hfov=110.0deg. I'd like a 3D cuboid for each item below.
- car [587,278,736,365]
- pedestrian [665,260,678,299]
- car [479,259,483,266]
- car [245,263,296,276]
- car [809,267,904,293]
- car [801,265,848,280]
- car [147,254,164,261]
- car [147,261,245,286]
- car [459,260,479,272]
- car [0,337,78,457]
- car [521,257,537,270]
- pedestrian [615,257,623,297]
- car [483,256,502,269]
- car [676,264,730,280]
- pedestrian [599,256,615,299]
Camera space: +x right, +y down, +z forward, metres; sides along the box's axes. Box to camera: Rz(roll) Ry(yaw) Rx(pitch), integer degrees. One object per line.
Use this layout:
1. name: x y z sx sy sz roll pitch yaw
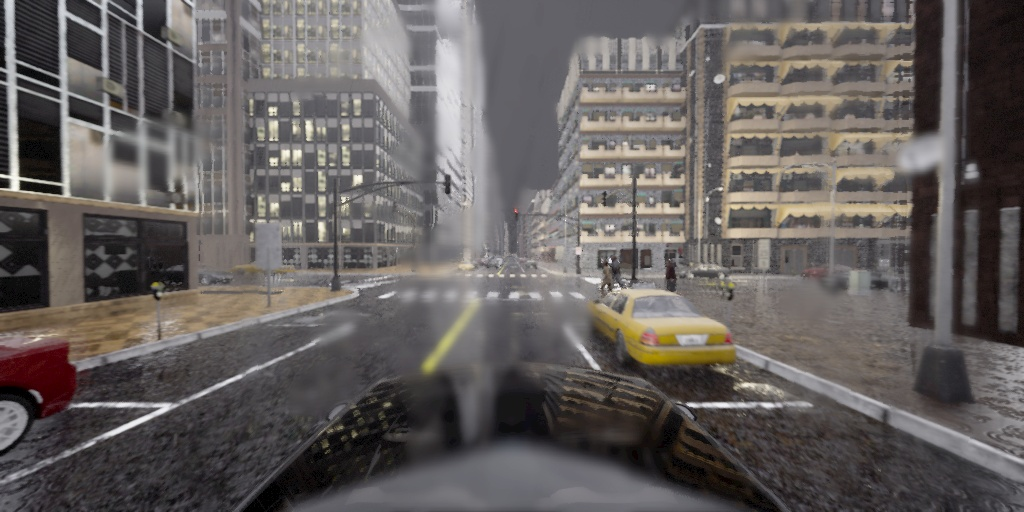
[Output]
1. car: 2.821 1.269 7.908 1.751 1.417 4.829 0 0 0
2. pedestrian: 7.392 1.050 16.660 0.375 1.860 0.375 -1 1 0
3. car: -5.676 1.264 51.350 1.948 1.339 4.313 0 0 0
4. car: -21.658 1.005 31.382 4.829 1.417 1.751 0 0 1
5. car: 21.722 1.556 22.415 4.313 1.339 1.948 0 0 1
6. car: 27.383 1.436 30.714 4.507 1.381 1.888 0 0 1
7. car: -27.959 0.745 25.702 5.566 2.045 2.150 1 1 1
8. car: -20.280 1.186 23.048 4.403 1.370 2.007 0 0 1
9. car: -5.677 1.230 45.526 1.751 1.417 4.829 0 0 0
10. car: -5.821 1.295 2.154 1.888 1.381 4.507 0 0 0
11. car: 2.705 1.249 51.347 2.007 1.370 4.403 0 0 0
12. pedestrian: 4.975 0.878 17.257 0.375 1.860 0.375 -1 1 0
13. car: -3.035 1.199 55.307 1.837 1.490 4.892 0 0 1
14. car: 16.318 1.350 30.873 4.403 1.370 2.007 0 0 1
15. pedestrian: 4.266 1.028 16.060 0.375 1.860 0.375 -1 1 0
